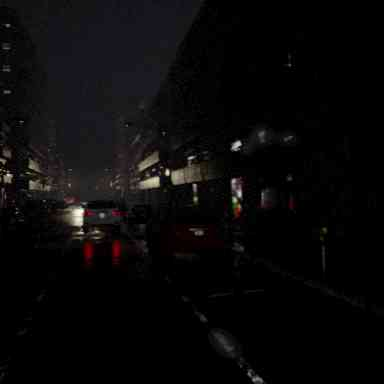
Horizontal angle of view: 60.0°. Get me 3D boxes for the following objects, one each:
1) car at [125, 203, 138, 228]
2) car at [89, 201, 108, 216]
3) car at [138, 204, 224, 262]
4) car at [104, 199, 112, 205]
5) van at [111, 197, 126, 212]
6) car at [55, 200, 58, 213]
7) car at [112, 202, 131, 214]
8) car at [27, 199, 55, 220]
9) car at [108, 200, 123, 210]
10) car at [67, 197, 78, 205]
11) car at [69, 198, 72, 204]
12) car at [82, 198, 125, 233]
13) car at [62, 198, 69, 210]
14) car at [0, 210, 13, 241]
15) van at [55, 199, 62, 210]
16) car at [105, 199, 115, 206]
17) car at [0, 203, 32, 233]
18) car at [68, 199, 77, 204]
[{"bbox_3d":[-3.660,1.563,23.282,1.967,1.590,4.097,-1,0,-16],"label":"car"},{"bbox_3d":[-10.565,1.806,37.545,1.837,1.490,4.892,-1,0,-16],"label":"car"},{"bbox_3d":[-0.460,1.349,12.362,2.192,1.841,5.009,-1,0,-16],"label":"car"},{"bbox_3d":[-19.669,2.224,77.881,1.802,1.307,4.206,-1,0,-16],"label":"car"},{"bbox_3d":[-10.066,1.655,45.120,1.690,1.788,3.998,-1,0,-16],"label":"van"},{"bbox_3d":[-16.456,1.940,37.142,1.752,1.417,4.829,-1,0,-16],"label":"car"},{"bbox_3d":[-8.462,1.845,39.661,1.802,1.307,4.206,-1,0,-16],"label":"car"},{"bbox_3d":[-14.905,1.683,31.845,2.192,1.841,5.009,-1,0,-16],"label":"car"},{"bbox_3d":[-11.665,1.910,50.580,1.887,1.381,4.507,-1,0,-16],"label":"car"},{"bbox_3d":[-27.714,2.110,75.524,2.192,1.841,5.009,-1,0,-16],"label":"car"},{"bbox_3d":[-22.907,2.208,59.144,1.802,1.307,4.206,-1,0,-16],"label":"car"},{"bbox_3d":[-5.840,1.385,21.393,2.150,2.045,5.566,-1,0,-16],"label":"car"},{"bbox_3d":[-21.258,2.095,53.520,1.752,1.417,4.829,-1,0,-16],"label":"car"},{"bbox_3d":[-10.098,1.782,15.465,2.008,1.369,4.403,-1,0,-16],"label":"car"},{"bbox_3d":[-18.106,1.808,42.763,1.690,1.788,3.998,-1,0,-16],"label":"van"},{"bbox_3d":[-16.467,2.111,66.960,1.802,1.307,4.206,-1,0,-16],"label":"car"},{"bbox_3d":[-11.701,1.716,20.926,1.967,1.590,4.097,-1,0,-16],"label":"car"},{"bbox_3d":[-30.912,2.478,86.444,1.947,1.339,4.313,-1,0,-16],"label":"car"}]
